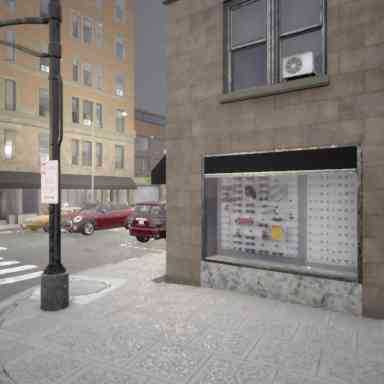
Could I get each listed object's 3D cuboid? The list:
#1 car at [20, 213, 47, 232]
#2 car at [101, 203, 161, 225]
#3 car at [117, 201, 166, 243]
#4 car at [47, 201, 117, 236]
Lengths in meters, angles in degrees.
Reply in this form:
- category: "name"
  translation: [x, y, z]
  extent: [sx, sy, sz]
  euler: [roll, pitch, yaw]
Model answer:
- category: "car"
  translation: [-7.754, 1.519, 20.070]
  extent: [1.752, 1.417, 4.829]
  euler: [0, 0, 35]
- category: "car"
  translation: [-4.425, 1.548, 24.850]
  extent: [1.947, 1.339, 4.313]
  euler: [0, 0, 35]
- category: "car"
  translation: [-0.676, 1.305, 15.314]
  extent: [2.192, 1.841, 5.009]
  euler: [0, 0, 35]
- category: "car"
  translation: [-5.317, 1.344, 18.744]
  extent: [2.097, 1.767, 4.553]
  euler: [0, 0, 35]
